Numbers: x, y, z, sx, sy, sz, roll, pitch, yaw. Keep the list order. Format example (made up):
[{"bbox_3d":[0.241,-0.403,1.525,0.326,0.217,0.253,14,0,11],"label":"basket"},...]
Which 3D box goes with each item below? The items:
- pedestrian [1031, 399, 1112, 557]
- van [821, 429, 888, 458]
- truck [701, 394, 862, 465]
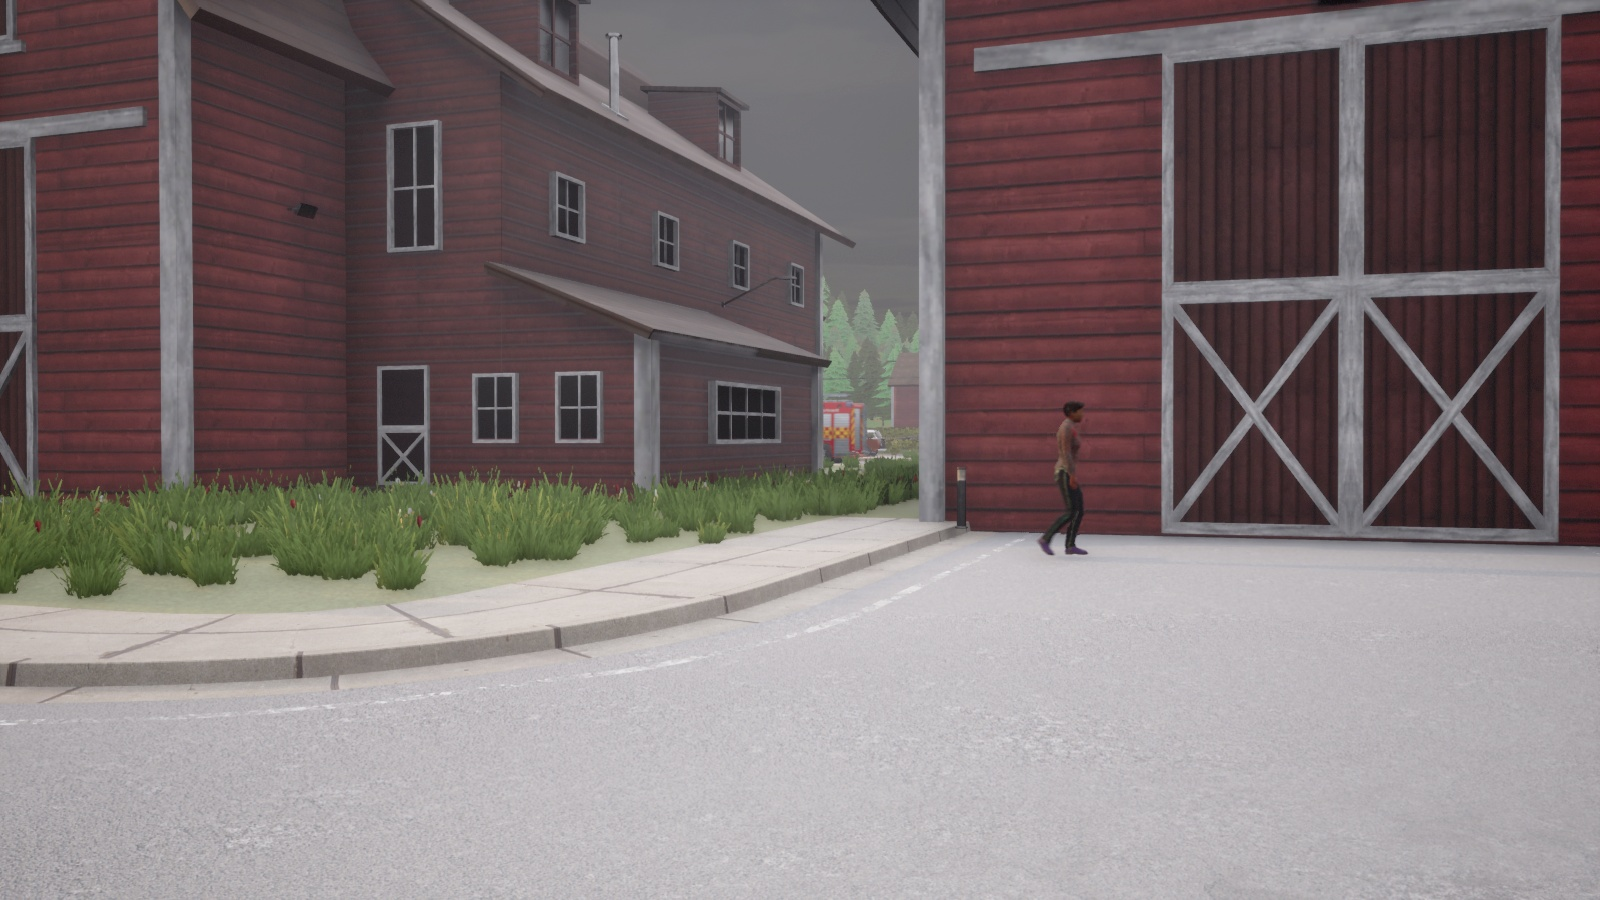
[{"bbox_3d":[3.158,0.318,14.607,0.869,1.805,0.328,1,1,18],"label":"pedestrian"},{"bbox_3d":[4.024,-0.500,91.895,4.480,2.038,2.069,1,1,19],"label":"van"},{"bbox_3d":[-1.016,-1.153,69.896,8.468,3.827,2.891,1,1,19],"label":"truck"}]
